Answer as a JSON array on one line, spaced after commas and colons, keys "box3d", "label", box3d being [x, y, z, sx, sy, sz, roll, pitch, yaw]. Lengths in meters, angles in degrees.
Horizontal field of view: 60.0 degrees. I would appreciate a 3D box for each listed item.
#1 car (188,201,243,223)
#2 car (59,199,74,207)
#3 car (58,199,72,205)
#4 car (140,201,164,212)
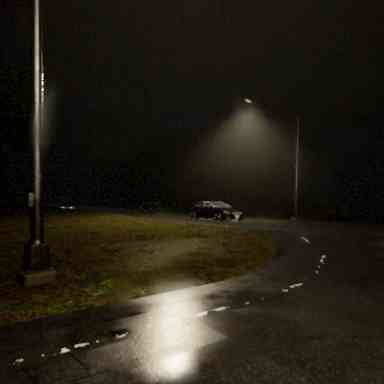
[{"box3d": [1.641, 1.398, 24.187, 2.128, 1.511, 4.902, 4, -3, -35], "label": "car"}, {"box3d": [-22.693, 1.962, 60.220, 1.895, 1.301, 4.718, 3, -3, -29], "label": "car"}, {"box3d": [-33.249, 2.618, 86.950, 2.128, 1.511, 4.902, 4, -3, -35], "label": "car"}, {"box3d": [-5.706, 2.016, 47.108, 1.837, 1.490, 4.892, 4, -3, -35], "label": "car"}]
